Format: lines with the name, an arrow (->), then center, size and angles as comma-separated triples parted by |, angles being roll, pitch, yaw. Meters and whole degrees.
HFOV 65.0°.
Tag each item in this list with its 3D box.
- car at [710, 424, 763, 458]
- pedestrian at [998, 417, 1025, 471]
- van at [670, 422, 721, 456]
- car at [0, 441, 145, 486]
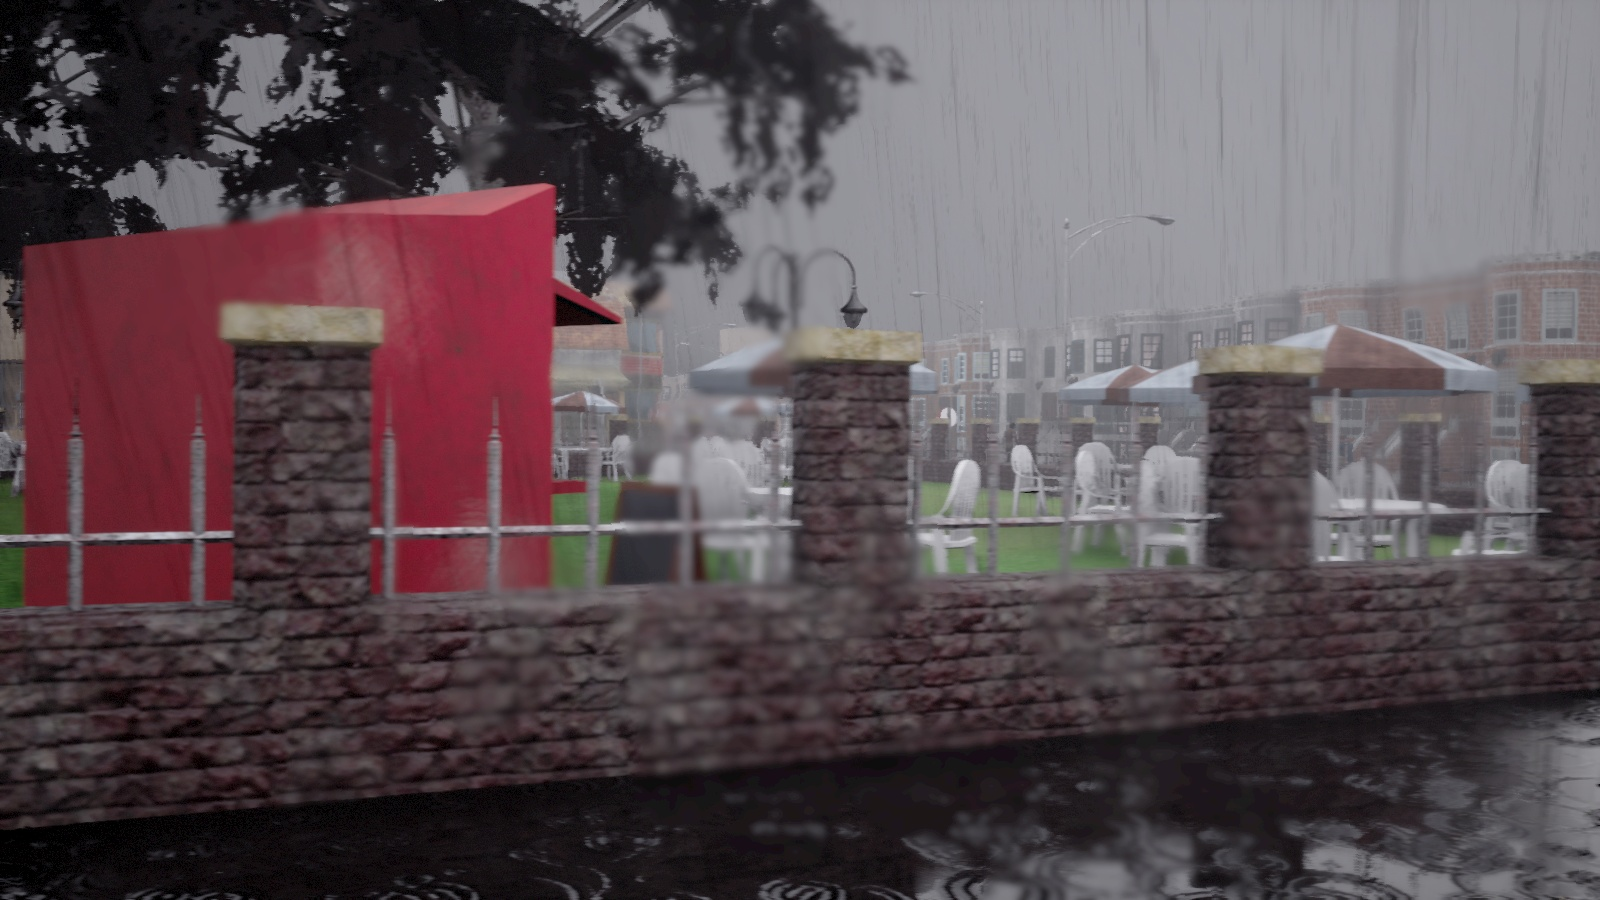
car -> -3.637, -0.529, 71.428 | 1.905, 1.878, 3.866 | -1, 1, -21
pedestrian -> 7.015, -0.204, 41.730 | 0.869, 1.805, 0.328 | -1, 1, -32
van -> -6.644, -0.698, 79.371 | 2.069, 2.038, 4.480 | -1, 1, -21
car -> -24.784, 0.434, 42.777 | 4.181, 1.385, 1.994 | -1, 1, -21
